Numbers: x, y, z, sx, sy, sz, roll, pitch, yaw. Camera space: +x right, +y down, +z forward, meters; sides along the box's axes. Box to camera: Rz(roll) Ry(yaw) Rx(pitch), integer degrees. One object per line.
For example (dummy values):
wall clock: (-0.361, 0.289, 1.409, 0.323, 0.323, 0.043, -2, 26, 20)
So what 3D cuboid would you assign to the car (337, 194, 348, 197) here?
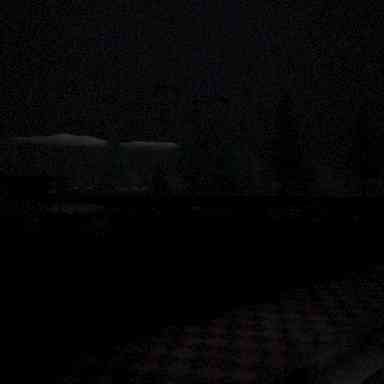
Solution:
car: (38.023, 1.390, 83.894, 1.837, 1.490, 4.892, 0, 0, 5)

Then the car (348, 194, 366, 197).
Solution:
car: (37.170, 1.317, 73.923, 2.097, 1.767, 4.553, 0, 0, 5)
